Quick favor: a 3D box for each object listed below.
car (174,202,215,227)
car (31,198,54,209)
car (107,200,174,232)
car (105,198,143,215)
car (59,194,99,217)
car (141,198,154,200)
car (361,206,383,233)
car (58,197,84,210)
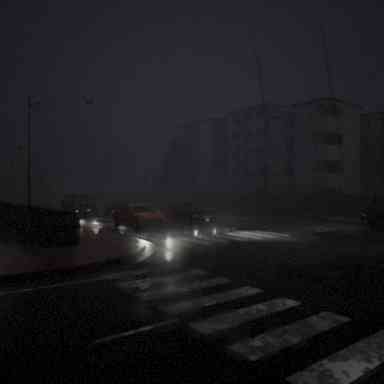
[{"bbox_3d":[-0.454,1.483,22.701,2.128,1.511,4.902,0,0,-36],"label":"car"},{"bbox_3d":[-19.350,1.471,43.005,1.882,1.535,5.008,0,0,-37],"label":"car"},{"bbox_3d":[-3.349,1.472,20.652,1.882,1.535,5.008,0,0,-34],"label":"car"},{"bbox_3d":[-6.781,1.518,31.567,1.812,1.442,4.674,0,0,-36],"label":"car"},{"bbox_3d":[-10.430,1.217,30.675,2.150,2.045,5.566,0,0,-36],"label":"car"},{"bbox_3d":[-6.338,1.492,43.294,1.837,1.490,4.892,-1,1,-37],"label":"car"},{"bbox_3d":[12.411,1.210,18.328,5.566,2.045,2.150,0,0,28],"label":"car"},{"bbox_3d":[-16.333,1.469,44.791,1.882,1.535,5.008,0,0,-37],"label":"car"}]
